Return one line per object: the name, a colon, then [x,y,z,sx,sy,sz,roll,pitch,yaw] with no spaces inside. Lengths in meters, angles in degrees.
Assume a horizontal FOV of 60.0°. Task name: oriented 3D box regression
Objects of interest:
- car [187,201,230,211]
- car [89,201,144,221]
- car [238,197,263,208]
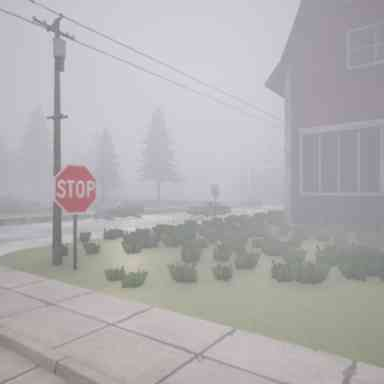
car: [1.655,1.539,30.905,2.033,1.411,5.357,0,0,36]
car: [-5.981,1.481,26.782,2.128,1.511,4.902,0,0,36]
car: [8.111,1.497,45.797,1.837,1.490,4.892,0,0,37]
